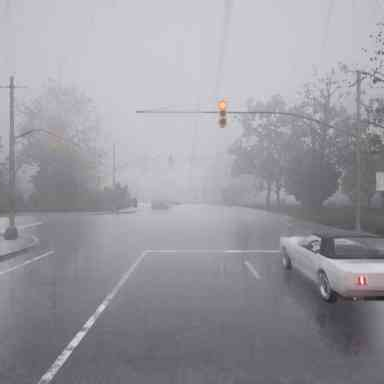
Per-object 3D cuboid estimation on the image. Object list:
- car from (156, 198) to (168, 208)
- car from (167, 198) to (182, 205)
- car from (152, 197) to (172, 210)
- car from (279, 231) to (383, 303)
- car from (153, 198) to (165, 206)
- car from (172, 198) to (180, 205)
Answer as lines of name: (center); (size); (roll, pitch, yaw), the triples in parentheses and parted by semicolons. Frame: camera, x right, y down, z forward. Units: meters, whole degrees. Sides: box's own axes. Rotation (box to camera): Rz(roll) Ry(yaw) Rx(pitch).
car: (-4.827, 1.719, 53.183); (1.837, 1.490, 4.892); (0, -1, -7)
car: (-4.438, 2.356, 83.047); (2.128, 1.511, 4.902); (0, -1, -22)
car: (-4.027, 1.419, 42.714); (2.097, 1.767, 4.553); (0, 0, -3)
car: (3.598, 1.600, 8.170); (1.895, 1.301, 4.718); (0, 0, 0)
car: (-6.284, 1.911, 63.488); (1.882, 1.535, 5.008); (0, -1, -10)
car: (-3.901, 2.158, 69.766); (1.895, 1.301, 4.718); (0, -1, -14)
